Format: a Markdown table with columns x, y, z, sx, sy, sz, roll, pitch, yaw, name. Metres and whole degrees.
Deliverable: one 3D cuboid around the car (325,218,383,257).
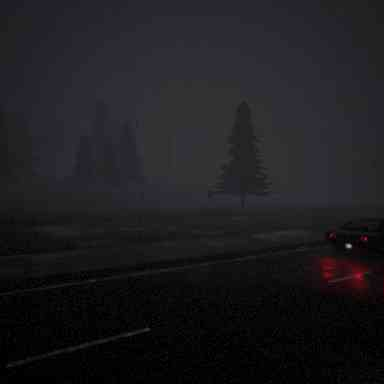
| x | y | z | sx | sy | sz | roll | pitch | yaw | name |
| --- | --- | --- | --- | --- | --- | --- | --- | --- | --- |
| 7.620 | 1.731 | 13.609 | 4.718 | 1.301 | 1.895 | 1 | 0 | -35 | car |
